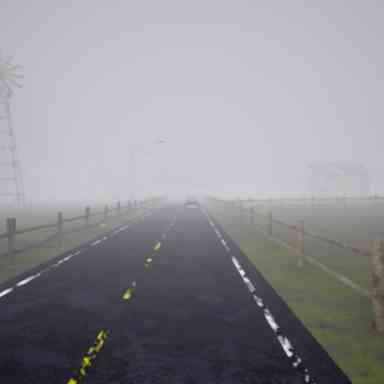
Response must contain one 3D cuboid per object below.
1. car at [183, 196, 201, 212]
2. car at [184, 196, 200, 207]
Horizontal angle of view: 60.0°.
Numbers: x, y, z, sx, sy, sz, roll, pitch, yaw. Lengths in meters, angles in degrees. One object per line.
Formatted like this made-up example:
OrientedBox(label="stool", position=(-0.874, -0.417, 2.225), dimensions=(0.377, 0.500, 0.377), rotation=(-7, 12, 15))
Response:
OrientedBox(label="car", position=(-0.010, 1.432, 36.402), dimensions=(1.994, 1.385, 4.181), rotation=(0, 0, 0))
OrientedBox(label="car", position=(0.000, 1.325, 48.286), dimensions=(2.128, 1.511, 4.902), rotation=(0, 0, 0))
